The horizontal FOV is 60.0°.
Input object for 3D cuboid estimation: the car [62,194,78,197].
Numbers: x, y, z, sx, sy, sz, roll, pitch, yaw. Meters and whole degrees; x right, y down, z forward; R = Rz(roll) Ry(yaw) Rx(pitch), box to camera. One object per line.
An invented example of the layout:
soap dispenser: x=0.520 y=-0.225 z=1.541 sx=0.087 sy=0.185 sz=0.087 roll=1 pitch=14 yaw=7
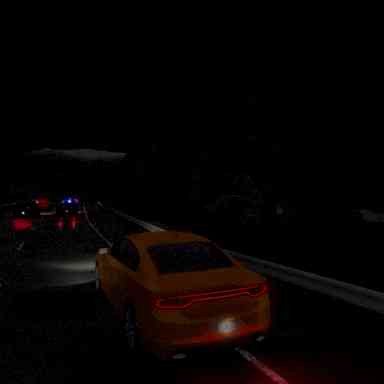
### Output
car: x=-15.166 y=1.221 z=41.480 sx=2.150 sy=2.045 sz=5.566 roll=0 pitch=0 yaw=-18

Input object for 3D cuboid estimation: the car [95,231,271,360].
car: x=-0.602 y=1.478 z=6.287 sx=1.882 sy=1.535 sz=5.008 roll=0 pitch=0 yaw=-24

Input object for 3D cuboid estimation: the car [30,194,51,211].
car: x=-18.337 y=1.221 z=40.100 sx=2.150 sy=2.045 sz=5.566 roll=0 pitch=0 yaw=-19

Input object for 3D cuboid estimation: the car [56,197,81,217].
car: x=-11.781 y=1.492 z=31.566 sx=2.128 sy=1.511 sz=4.902 roll=0 pitch=0 yaw=-19

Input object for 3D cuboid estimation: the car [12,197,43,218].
car: x=-14.962 y=1.505 z=30.189 sx=1.837 sy=1.490 sz=4.892 roll=0 pitch=0 yaw=-19
